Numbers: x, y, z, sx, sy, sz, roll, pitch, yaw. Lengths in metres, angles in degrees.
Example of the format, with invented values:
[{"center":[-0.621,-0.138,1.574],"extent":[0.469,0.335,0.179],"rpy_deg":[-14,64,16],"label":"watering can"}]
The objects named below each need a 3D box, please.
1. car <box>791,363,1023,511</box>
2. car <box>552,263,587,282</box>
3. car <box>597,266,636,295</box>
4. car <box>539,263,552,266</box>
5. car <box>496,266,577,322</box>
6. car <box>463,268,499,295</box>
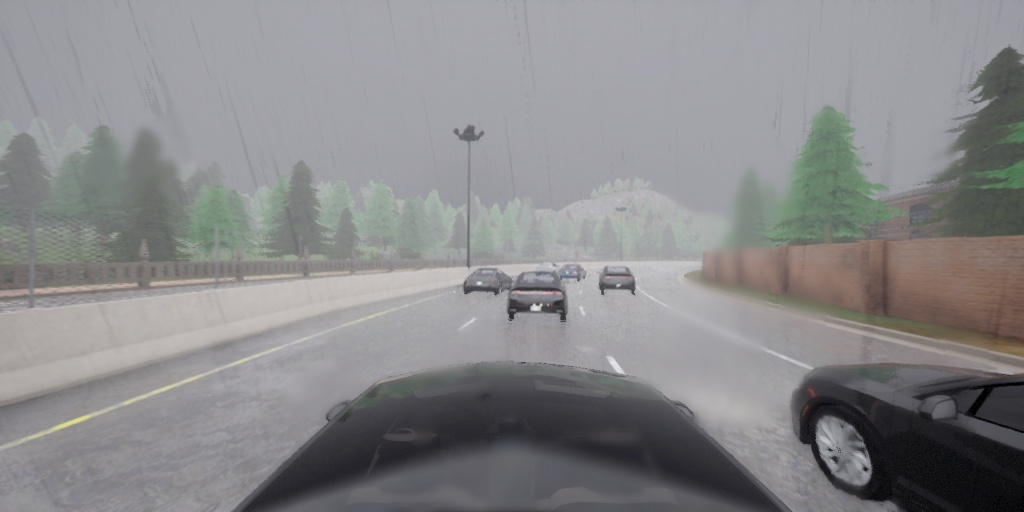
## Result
[{"center":[3.698,1.272,1.573],"extent":[1.837,1.490,4.892],"rpy_deg":[0,0,0],"label":"car"},{"center":[5.226,1.398,30.909],"extent":[2.033,1.411,5.357],"rpy_deg":[0,0,19],"label":"car"},{"center":[5.983,1.319,20.712],"extent":[2.128,1.511,4.902],"rpy_deg":[0,0,13],"label":"car"},{"center":[3.805,1.385,36.868],"extent":[1.812,1.442,4.674],"rpy_deg":[0,0,22],"label":"car"},{"center":[0.962,1.274,12.532],"extent":[2.128,1.511,4.902],"rpy_deg":[0,0,7],"label":"car"},{"center":[-1.266,1.356,20.194],"extent":[1.994,1.385,4.181],"rpy_deg":[0,0,11],"label":"car"}]
